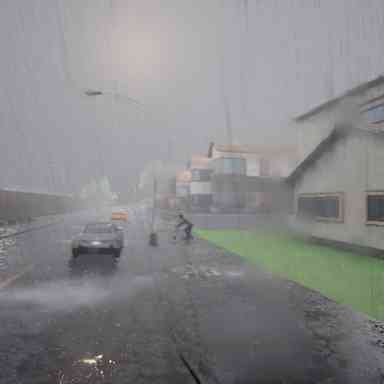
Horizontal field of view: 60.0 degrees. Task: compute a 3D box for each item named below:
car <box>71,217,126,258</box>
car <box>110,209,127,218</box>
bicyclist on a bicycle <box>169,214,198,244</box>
[{"bbox_3d":[-4.162,2.060,15.109,1.994,1.385,4.181,2,-2,-10],"label":"car"},{"bbox_3d":[-9.374,2.895,42.388,1.882,1.535,5.008,2,-2,-10],"label":"car"},{"bbox_3d":[-0.458,2.048,18.301,1.656,1.620,0.582,1,-2,-11],"label":"bicyclist on a bicycle"}]
